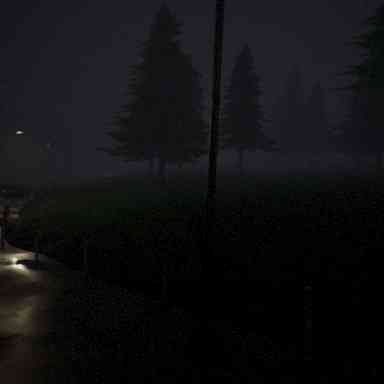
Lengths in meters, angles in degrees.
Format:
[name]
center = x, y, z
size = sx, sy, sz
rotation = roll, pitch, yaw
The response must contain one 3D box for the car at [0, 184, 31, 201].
[car]
center = -19.399, -0.077, 36.434
size = 2.097, 1.767, 4.553
rotation = 3, 2, -4
